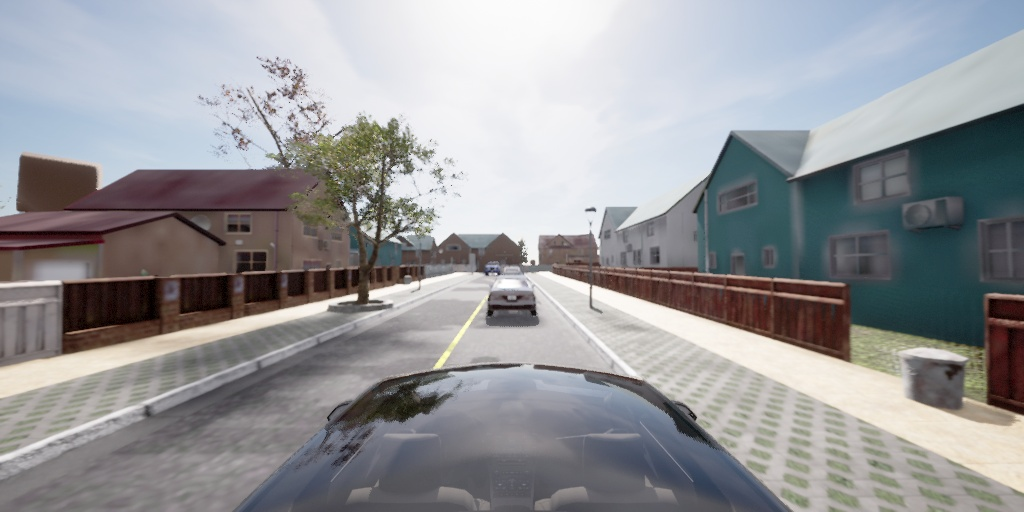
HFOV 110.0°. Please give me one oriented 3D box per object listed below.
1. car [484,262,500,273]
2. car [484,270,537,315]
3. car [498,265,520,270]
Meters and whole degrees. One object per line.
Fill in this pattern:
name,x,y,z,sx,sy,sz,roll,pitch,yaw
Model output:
car,-2.780,1.813,52.381,2.150,2.045,5.566,0,-1,0
car,0.006,1.463,14.415,2.033,1.411,5.357,0,-1,0
car,0.010,1.676,30.375,1.837,1.490,4.892,0,0,0
